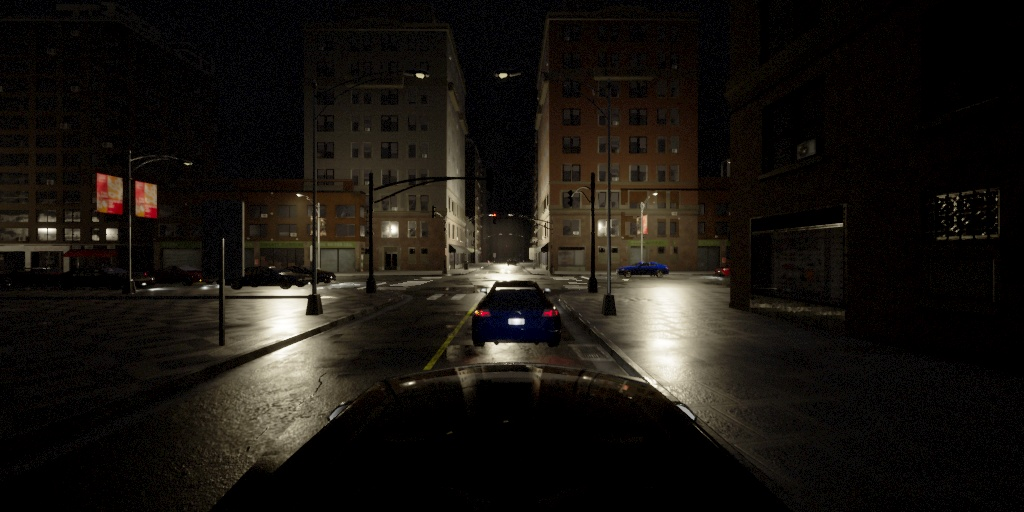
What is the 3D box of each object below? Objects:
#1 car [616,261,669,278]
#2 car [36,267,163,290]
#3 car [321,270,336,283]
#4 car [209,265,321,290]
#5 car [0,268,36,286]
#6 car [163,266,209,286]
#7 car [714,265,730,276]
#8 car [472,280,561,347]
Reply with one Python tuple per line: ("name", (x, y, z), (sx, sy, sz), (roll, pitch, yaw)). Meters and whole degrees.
("car", (11.860, 1.217, 32.719), (4.674, 1.442, 1.812), (0, 0, 0))
("car", (-25.837, 1.390, 22.590), (5.357, 1.411, 2.033), (0, 0, 0))
("car", (-15.043, 1.364, 25.889), (4.181, 1.385, 1.994), (0, 0, 0))
("car", (-15.457, 1.350, 22.638), (5.357, 1.411, 2.033), (0, 0, 0))
("car", (-33.715, 1.468, 25.806), (4.718, 1.301, 1.895), (0, 0, 0))
("car", (-23.824, 1.399, 25.845), (4.181, 1.385, 1.994), (0, 0, -1))
("car", (20.900, 1.225, 32.758), (4.181, 1.385, 1.994), (0, 0, 0))
("car", (0.096, 1.314, 9.355), (1.994, 1.385, 4.181), (0, 0, 0))
